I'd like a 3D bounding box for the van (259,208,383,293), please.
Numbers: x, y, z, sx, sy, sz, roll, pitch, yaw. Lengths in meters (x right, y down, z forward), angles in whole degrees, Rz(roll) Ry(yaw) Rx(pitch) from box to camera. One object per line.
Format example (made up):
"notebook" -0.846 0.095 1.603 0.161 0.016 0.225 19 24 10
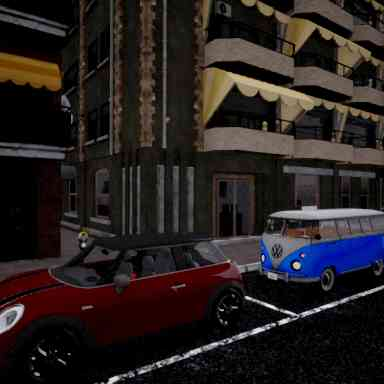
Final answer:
"van" 3.494 1.343 8.582 3.998 1.788 1.690 0 0 -35

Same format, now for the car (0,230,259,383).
"car" -1.140 1.440 5.280 4.097 1.590 1.967 0 0 -35
